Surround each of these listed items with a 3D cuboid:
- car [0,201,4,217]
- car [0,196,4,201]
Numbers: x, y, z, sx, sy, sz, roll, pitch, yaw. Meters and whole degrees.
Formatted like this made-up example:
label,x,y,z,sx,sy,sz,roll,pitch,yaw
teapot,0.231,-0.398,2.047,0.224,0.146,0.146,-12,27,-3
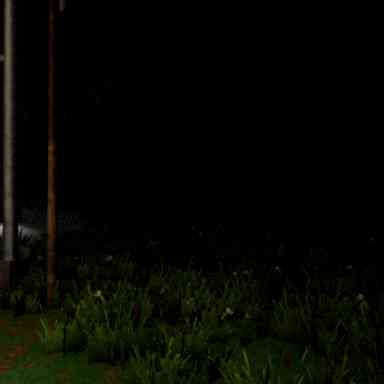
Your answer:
label,x,y,z,sx,sy,sz,roll,pitch,yaw
car,-14.446,1.574,24.987,1.895,1.301,4.718,0,0,-25
car,-26.101,1.325,43.685,4.553,1.767,2.097,0,0,39
